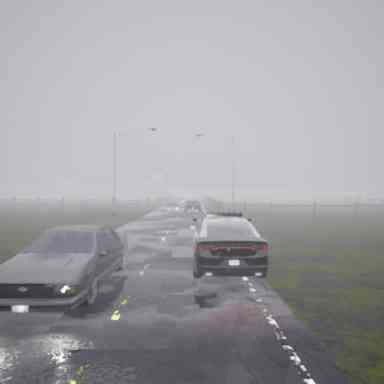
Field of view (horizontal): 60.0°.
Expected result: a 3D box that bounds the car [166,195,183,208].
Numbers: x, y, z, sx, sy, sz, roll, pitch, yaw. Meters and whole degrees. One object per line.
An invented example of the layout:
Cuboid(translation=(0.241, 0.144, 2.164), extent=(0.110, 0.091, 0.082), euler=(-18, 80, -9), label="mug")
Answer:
Cuboid(translation=(-2.784, 1.524, 49.103), extent=(2.033, 1.411, 5.357), euler=(0, 0, 0), label="car")

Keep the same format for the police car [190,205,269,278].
Cuboid(translation=(0.975, 1.423, 10.236), extent=(1.930, 1.638, 5.238), euler=(0, 0, 0), label="police car")

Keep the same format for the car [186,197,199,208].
Cuboid(translation=(0.090, 1.502, 48.616), extent=(1.812, 1.442, 4.674), euler=(0, 0, 1), label="car")

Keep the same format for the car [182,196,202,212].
Cuboid(translation=(0.122, 1.485, 38.459), extent=(1.837, 1.490, 4.892), euler=(0, -1, 0), label="car")

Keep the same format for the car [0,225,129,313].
Cuboid(translation=(-2.838, 1.545, 8.163), extent=(2.033, 1.411, 5.357), euler=(0, 0, 0), label="car")
